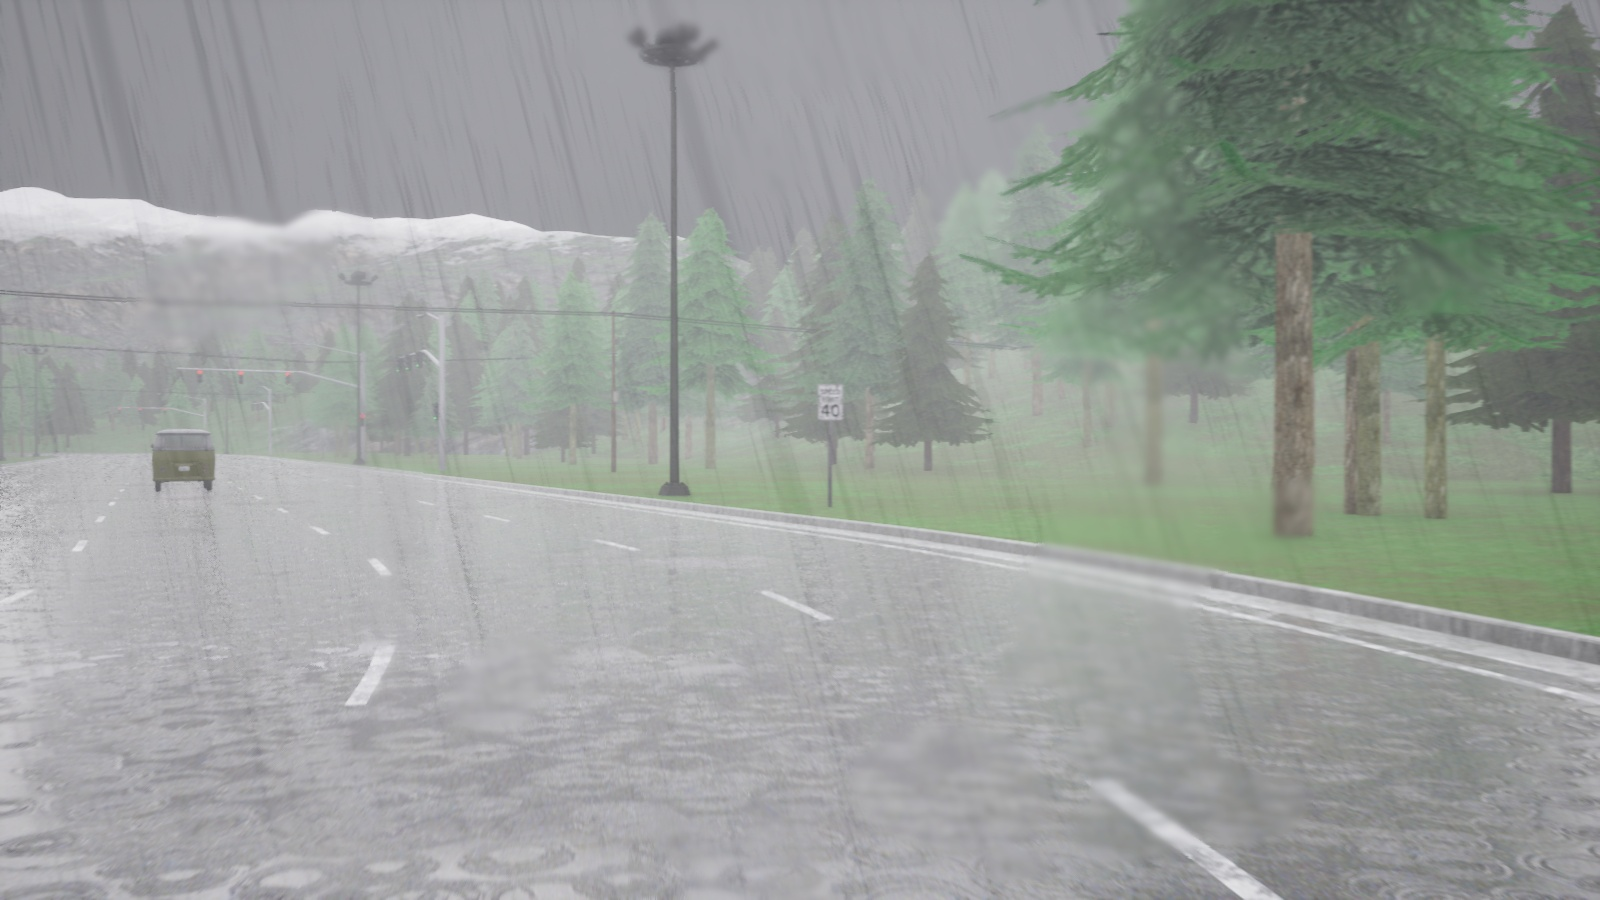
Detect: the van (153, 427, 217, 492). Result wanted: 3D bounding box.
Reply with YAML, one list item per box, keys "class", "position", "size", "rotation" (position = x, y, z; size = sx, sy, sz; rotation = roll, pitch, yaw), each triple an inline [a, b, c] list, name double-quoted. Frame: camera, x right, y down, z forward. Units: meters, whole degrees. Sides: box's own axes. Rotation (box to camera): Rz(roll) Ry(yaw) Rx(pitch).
- class: "van"
  position: [-20.000, 0.271, 40.799]
  size: [1.775, 1.987, 4.442]
  rotation: [0, 0, -27]
